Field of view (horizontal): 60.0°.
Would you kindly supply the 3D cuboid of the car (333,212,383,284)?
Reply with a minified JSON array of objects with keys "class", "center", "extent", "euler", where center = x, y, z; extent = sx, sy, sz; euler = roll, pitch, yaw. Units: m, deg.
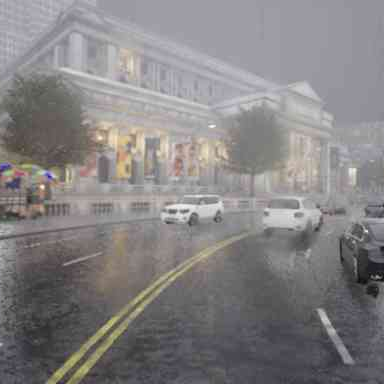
[{"class":"car","center":[5.380,1.552,9.430],"extent":[1.837,1.490,4.892],"euler":[0,0,17]}]

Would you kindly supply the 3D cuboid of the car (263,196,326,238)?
[{"class":"car","center":[5.615,1.264,18.212],"extent":[2.150,2.045,5.566],"euler":[0,0,31]}]

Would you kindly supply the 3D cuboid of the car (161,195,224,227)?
[{"class":"car","center":[0.211,1.204,23.096],"extent":[2.150,2.045,5.566],"euler":[0,0,33]}]

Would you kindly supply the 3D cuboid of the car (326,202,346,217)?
[{"class":"car","center":[13.457,1.674,32.821],"extent":[4.181,1.385,1.994],"euler":[1,0,-43]}]

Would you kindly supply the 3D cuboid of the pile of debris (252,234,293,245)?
[{"class":"pile of debris","center":[3.773,2.201,15.498],"extent":[1.500,0.140,1.860],"euler":[1,0,26]}]

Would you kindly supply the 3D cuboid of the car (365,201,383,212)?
[{"class":"car","center":[18.583,1.654,32.603],"extent":[4.902,1.511,2.128],"euler":[1,0,-44]}]
